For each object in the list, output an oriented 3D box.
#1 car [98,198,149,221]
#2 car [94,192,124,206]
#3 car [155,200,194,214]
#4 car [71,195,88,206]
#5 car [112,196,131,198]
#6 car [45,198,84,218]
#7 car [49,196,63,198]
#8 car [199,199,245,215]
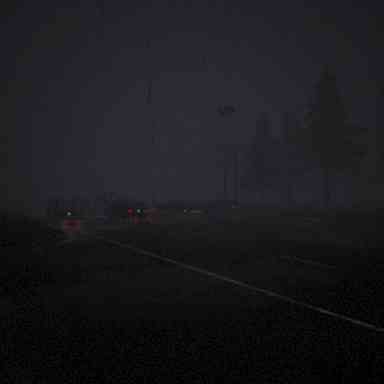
[{"bbox_3d":[-5.398,1.436,26.540,2.033,1.411,5.357,0,0,-35],"label":"car"},{"bbox_3d":[-12.510,1.008,48.634,2.150,2.045,5.566,0,0,-35],"label":"car"},{"bbox_3d":[-1.920,1.475,33.730,1.895,1.301,4.718,0,0,-35],"label":"car"},{"bbox_3d":[-16.656,1.251,48.425,1.882,1.535,5.008,0,0,-35],"label":"car"},{"bbox_3d":[-6.166,1.386,33.640,1.812,1.442,4.674,0,0,-36],"label":"car"},{"bbox_3d":[-11.231,1.462,28.705,1.895,1.301,4.718,0,0,-35],"label":"car"},{"bbox_3d":[-18.592,1.284,45.109,1.837,1.490,4.892,0,0,-35],"label":"car"},{"bbox_3d":[2.889,1.440,33.006,2.033,1.411,5.357,0,0,-35],"label":"car"}]
